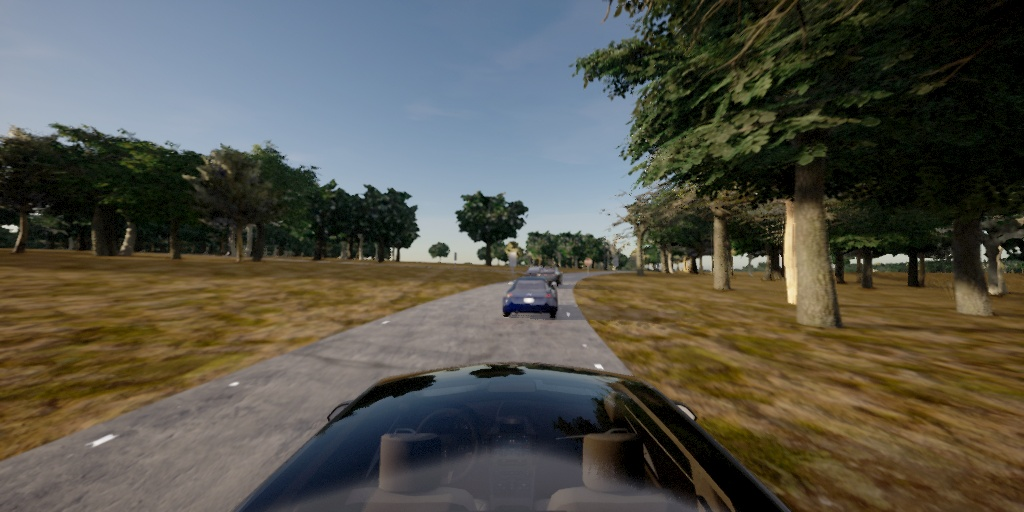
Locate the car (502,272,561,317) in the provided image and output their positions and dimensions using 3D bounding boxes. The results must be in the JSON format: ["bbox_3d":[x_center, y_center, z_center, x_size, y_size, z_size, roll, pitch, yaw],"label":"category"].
[{"bbox_3d":[0.797,1.497,14.154,1.994,1.385,4.181,0,-1,6],"label":"car"}]

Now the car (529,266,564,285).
[{"bbox_3d":[3.002,1.643,28.613,2.128,1.511,4.902,0,-1,12],"label":"car"}]

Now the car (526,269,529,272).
[{"bbox_3d":[2.639,1.864,40.079,1.812,1.442,4.674,-1,-1,16],"label":"car"}]
